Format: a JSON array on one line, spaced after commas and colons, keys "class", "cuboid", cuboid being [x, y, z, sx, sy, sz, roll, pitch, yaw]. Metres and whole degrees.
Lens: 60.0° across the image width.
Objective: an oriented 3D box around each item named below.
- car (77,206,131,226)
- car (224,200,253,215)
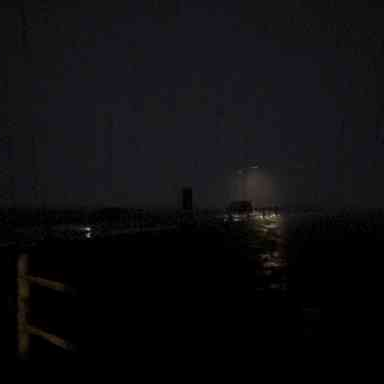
[{"class": "car", "cuboid": [-7.294, 1.970, 28.093, 1.837, 1.490, 4.892, 0, -1, 36]}, {"class": "car", "cuboid": [6.728, 2.155, 47.670, 2.150, 2.045, 5.566, -1, -1, 36]}]
